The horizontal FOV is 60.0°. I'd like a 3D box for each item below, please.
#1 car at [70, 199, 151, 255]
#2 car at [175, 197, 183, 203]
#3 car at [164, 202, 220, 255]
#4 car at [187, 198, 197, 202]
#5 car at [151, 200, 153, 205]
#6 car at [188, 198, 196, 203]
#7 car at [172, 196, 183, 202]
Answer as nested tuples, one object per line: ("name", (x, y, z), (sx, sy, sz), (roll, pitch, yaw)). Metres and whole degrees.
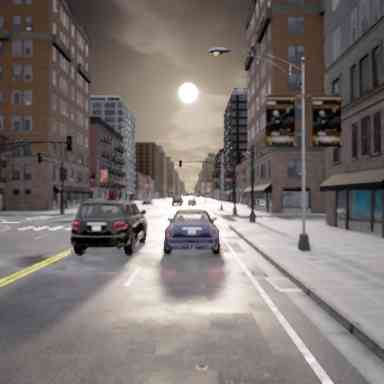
("car", (-3.251, 1.350, 14.015), (2.150, 2.045, 5.566), (0, 0, 0))
("car", (-3.260, 2.168, 86.376), (1.837, 1.490, 4.892), (0, -1, 0))
("car", (0.001, 1.484, 14.075), (2.097, 1.767, 4.553), (0, -1, 0))
("car", (-0.008, 2.214, 74.706), (2.128, 1.511, 4.902), (0, -1, 0))
("car", (-9.758, 2.216, 73.488), (2.033, 1.411, 5.357), (0, -1, 0))
("car", (-0.010, 2.264, 86.406), (1.895, 1.301, 4.718), (0, -1, 0))
("car", (-3.258, 1.915, 74.739), (2.150, 2.045, 5.566), (0, -1, 0))
